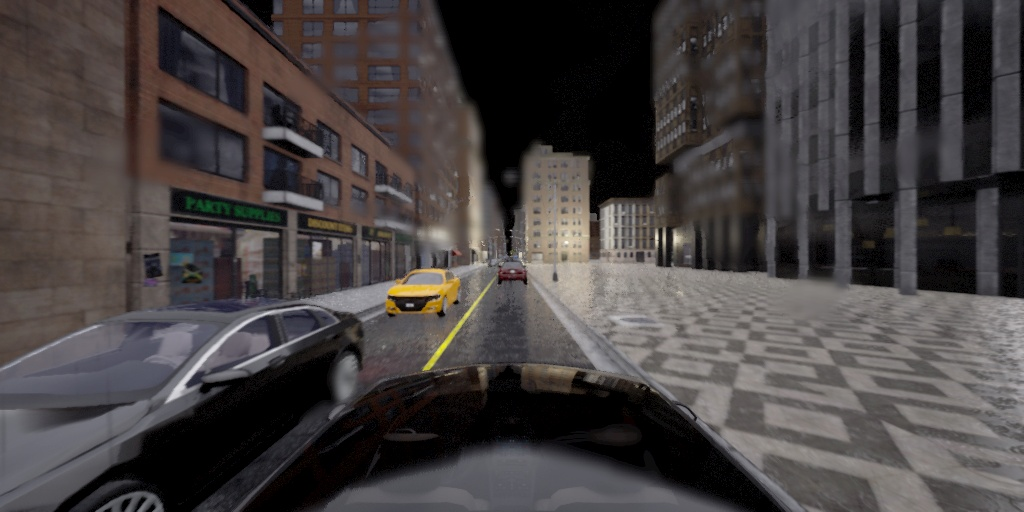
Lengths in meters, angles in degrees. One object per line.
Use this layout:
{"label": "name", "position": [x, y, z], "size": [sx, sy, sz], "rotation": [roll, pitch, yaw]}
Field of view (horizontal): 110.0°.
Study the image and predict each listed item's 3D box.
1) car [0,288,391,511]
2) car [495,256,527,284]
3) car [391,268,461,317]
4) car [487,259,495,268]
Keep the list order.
{"label": "car", "position": [-3.099, 1.246, 3.445], "size": [2.128, 1.511, 4.902], "rotation": [0, 0, 0]}
{"label": "car", "position": [0.045, 1.103, 27.253], "size": [2.097, 1.767, 4.553], "rotation": [0, 0, 0]}
{"label": "car", "position": [-3.116, 1.232, 13.442], "size": [1.882, 1.535, 5.008], "rotation": [0, 0, 0]}
{"label": "car", "position": [-3.169, 1.247, 61.990], "size": [2.128, 1.511, 4.902], "rotation": [0, 0, 0]}
